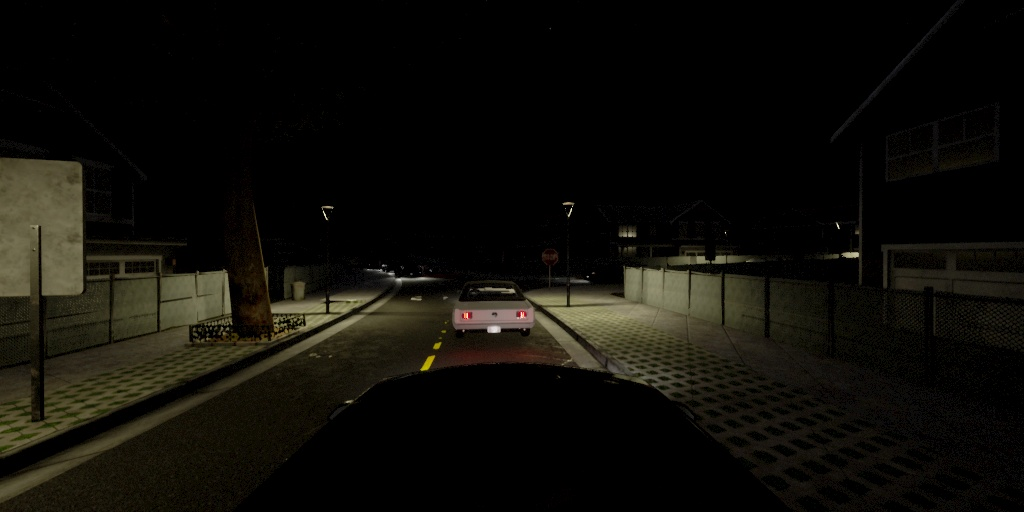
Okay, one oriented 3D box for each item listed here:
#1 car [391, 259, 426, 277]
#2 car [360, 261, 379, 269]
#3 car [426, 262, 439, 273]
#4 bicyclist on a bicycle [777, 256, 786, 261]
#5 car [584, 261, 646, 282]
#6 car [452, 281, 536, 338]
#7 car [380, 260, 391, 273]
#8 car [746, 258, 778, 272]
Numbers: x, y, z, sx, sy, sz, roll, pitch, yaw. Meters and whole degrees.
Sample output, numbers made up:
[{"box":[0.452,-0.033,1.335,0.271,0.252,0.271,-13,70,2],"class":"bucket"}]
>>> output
[{"box":[-10.159,1.075,34.980,2.097,1.767,4.553,0,0,-24],"class":"car"},{"box":[-21.416,1.329,54.235,1.895,1.301,4.718,0,0,-37],"class":"car"},{"box":[-10.010,1.312,41.752,1.895,1.301,4.718,0,0,-27],"class":"car"},{"box":[16.596,0.799,22.060,0.582,1.620,1.656,-1,0,-9],"class":"bicyclist on a bicycle"},{"box":[8.202,1.103,26.732,5.357,1.411,2.033,-1,0,-9],"class":"car"},{"box":[-0.617,1.347,10.194,1.895,1.301,4.718,0,0,-6],"class":"car"},{"box":[-14.778,1.224,44.271,1.837,1.490,4.892,0,0,-29],"class":"car"},{"box":[19.655,0.899,28.553,4.902,1.511,2.128,-1,1,-10],"class":"car"}]
